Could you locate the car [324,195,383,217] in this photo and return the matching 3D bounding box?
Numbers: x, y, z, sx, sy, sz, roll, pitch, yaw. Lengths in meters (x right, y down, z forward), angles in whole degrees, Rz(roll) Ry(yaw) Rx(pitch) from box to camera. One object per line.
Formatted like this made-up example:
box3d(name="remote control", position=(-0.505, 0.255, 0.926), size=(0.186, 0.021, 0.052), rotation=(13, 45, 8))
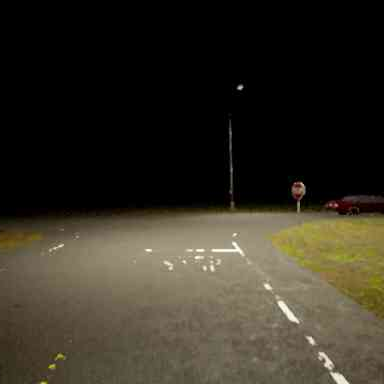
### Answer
box3d(name="car", position=(11.813, 0.880, 22.458), size=(5.357, 1.411, 2.033), rotation=(-1, -2, -1))
